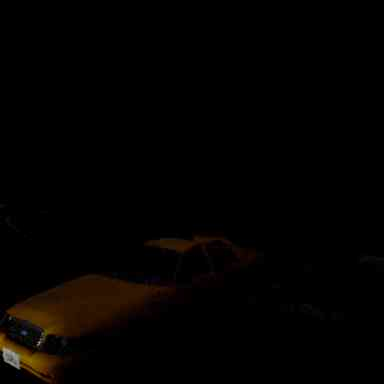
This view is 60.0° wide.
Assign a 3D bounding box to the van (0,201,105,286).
[{"bbox_3d":[-4.854,1.297,9.366,1.878,1.987,4.442,-1,0,35],"label":"van"}]

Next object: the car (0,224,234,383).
[{"bbox_3d":[-0.420,1.486,5.832,1.946,1.575,5.366,0,0,35],"label":"car"}]

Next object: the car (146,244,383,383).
[{"bbox_3d":[1.937,1.483,4.371,2.231,1.521,4.892,0,0,36],"label":"car"}]

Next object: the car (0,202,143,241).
[{"bbox_3d":[-2.552,1.249,7.614,2.435,2.045,5.566,-1,0,36],"label":"car"}]
